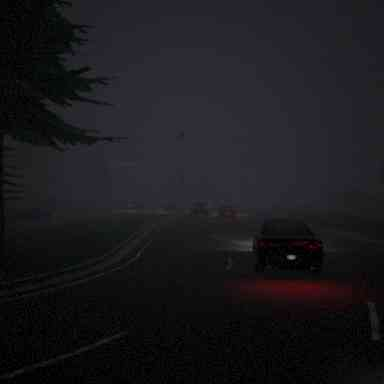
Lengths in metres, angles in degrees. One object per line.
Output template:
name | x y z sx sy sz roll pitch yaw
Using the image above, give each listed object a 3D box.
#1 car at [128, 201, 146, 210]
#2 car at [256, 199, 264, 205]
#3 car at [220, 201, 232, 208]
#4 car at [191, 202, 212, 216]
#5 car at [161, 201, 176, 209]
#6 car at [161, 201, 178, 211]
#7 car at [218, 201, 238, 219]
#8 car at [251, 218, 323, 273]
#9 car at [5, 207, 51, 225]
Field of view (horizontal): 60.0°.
car | -10.192 2.453 61.513 2.097 1.767 4.553 -1 -1 12
car | 18.482 2.654 90.751 2.097 1.767 4.553 -1 -1 12
car | 7.352 2.652 71.790 1.994 1.385 4.181 -1 -1 12
car | 1.180 2.011 41.006 2.097 1.767 4.553 -1 -1 9
car | -4.843 2.705 69.696 1.812 1.442 4.674 -1 -1 12
car | -3.856 2.456 57.691 1.882 1.535 5.008 -1 -1 12
car | 3.866 2.028 35.902 1.882 1.535 5.008 -1 -1 8
car | 3.085 1.639 11.383 1.882 1.535 5.008 0 -1 9
car | -15.450 2.147 30.830 2.128 1.511 4.902 -1 -1 26
